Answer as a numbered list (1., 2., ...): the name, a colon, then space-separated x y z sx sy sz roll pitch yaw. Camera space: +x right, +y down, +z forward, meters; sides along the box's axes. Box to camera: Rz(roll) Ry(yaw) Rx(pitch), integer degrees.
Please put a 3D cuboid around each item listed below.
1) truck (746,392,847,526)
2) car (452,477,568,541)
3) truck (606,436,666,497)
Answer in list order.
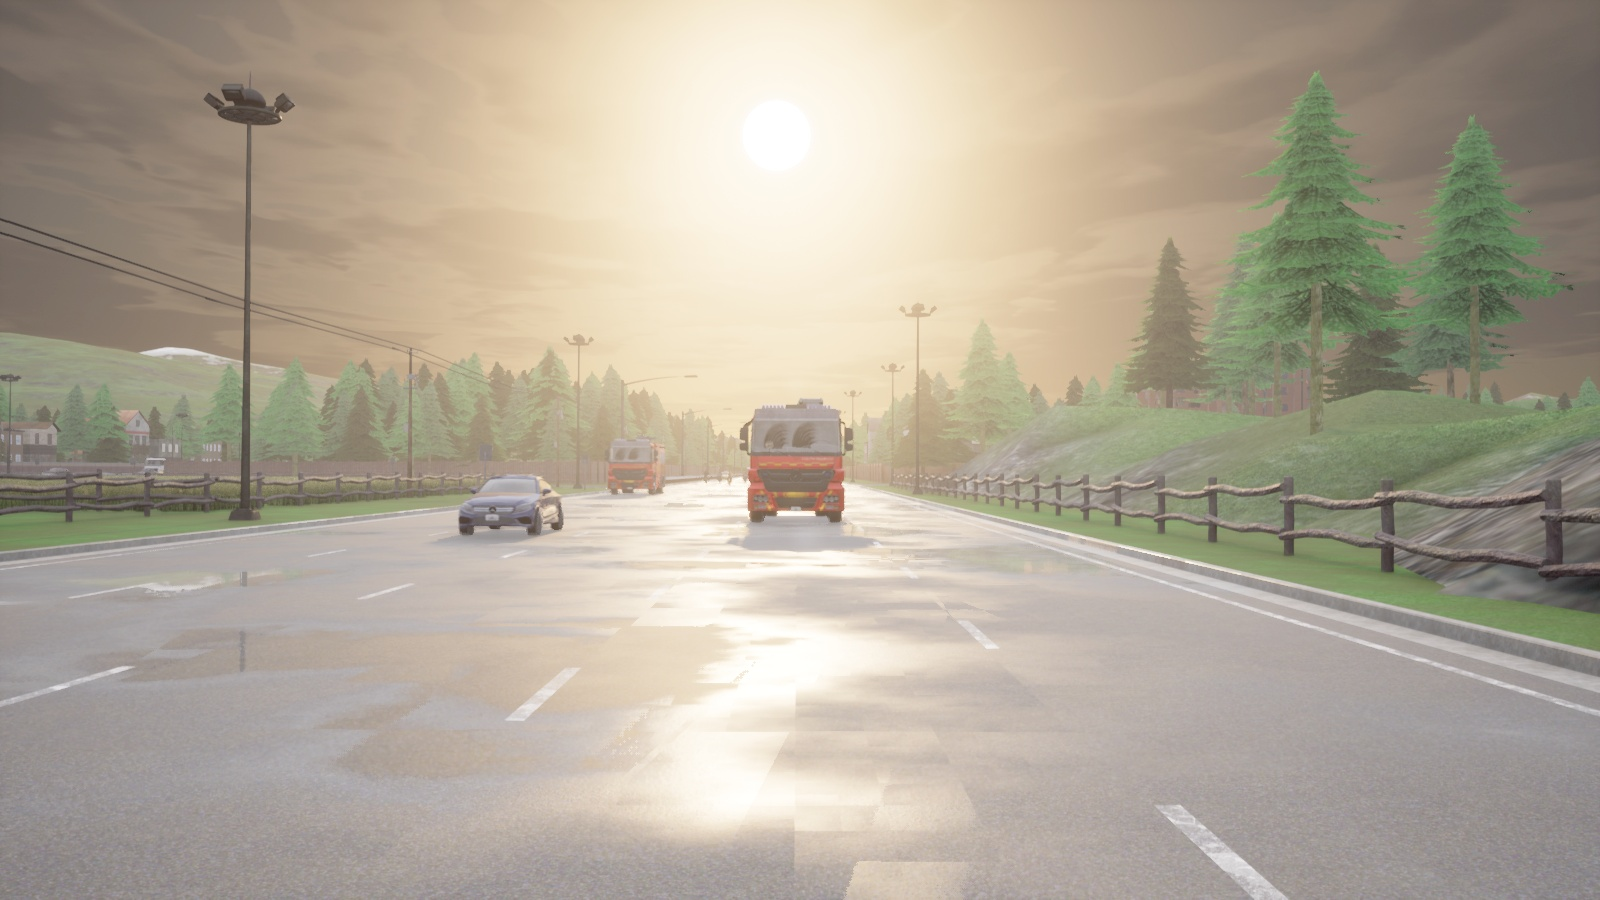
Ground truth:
1. truck: -0.112 0.332 40.424 2.891 3.827 8.468 0 -1 0
2. car: -7.083 1.394 31.146 1.812 1.442 4.674 0 -1 0
3. truck: -10.724 1.089 82.869 2.891 3.827 8.468 0 -1 0
